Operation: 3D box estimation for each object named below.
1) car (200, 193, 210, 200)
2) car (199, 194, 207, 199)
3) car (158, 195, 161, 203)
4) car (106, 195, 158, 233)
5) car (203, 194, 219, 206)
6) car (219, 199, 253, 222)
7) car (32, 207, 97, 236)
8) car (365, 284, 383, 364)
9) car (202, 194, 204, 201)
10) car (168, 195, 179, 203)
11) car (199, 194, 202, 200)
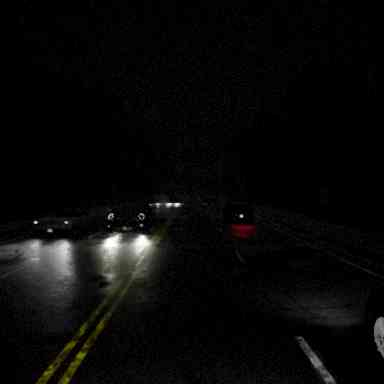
[{"bbox_3d":[3.173,1.112,82.973,2.163,1.488,4.792,0,0,0],"label":"car"},{"bbox_3d":[3.163,1.145,93.944,1.994,1.385,4.181,0,0,0],"label":"car"},{"bbox_3d":[-6.604,1.208,59.603,1.812,1.442,4.674,0,0,0],"label":"car"},{"bbox_3d":[-3.366,1.238,18.890,2.097,1.767,4.553,0,0,0],"label":"car"},{"bbox_3d":[3.204,1.271,49.942,2.033,1.411,5.357,0,0,0],"label":"car"},{"bbox_3d":[3.328,1.359,24.807,1.837,1.490,4.892,0,0,0],"label":"car"},{"bbox_3d":[-6.617,1.494,17.741,1.895,1.301,4.718,0,0,0],"label":"car"},{"bbox_3d":[3.348,1.487,2.738,1.837,1.490,4.892,0,0,0],"label":"car"},{"bbox_3d":[3.194,1.204,60.942,1.812,1.442,4.674,0,0,0],"label":"car"},{"bbox_3d":[-3.346,1.283,59.999,1.895,1.301,4.718,0,0,1],"label":"car"},{"bbox_3d":[3.183,1.204,71.943,1.994,1.385,4.181,0,0,0],"label":"car"}]
